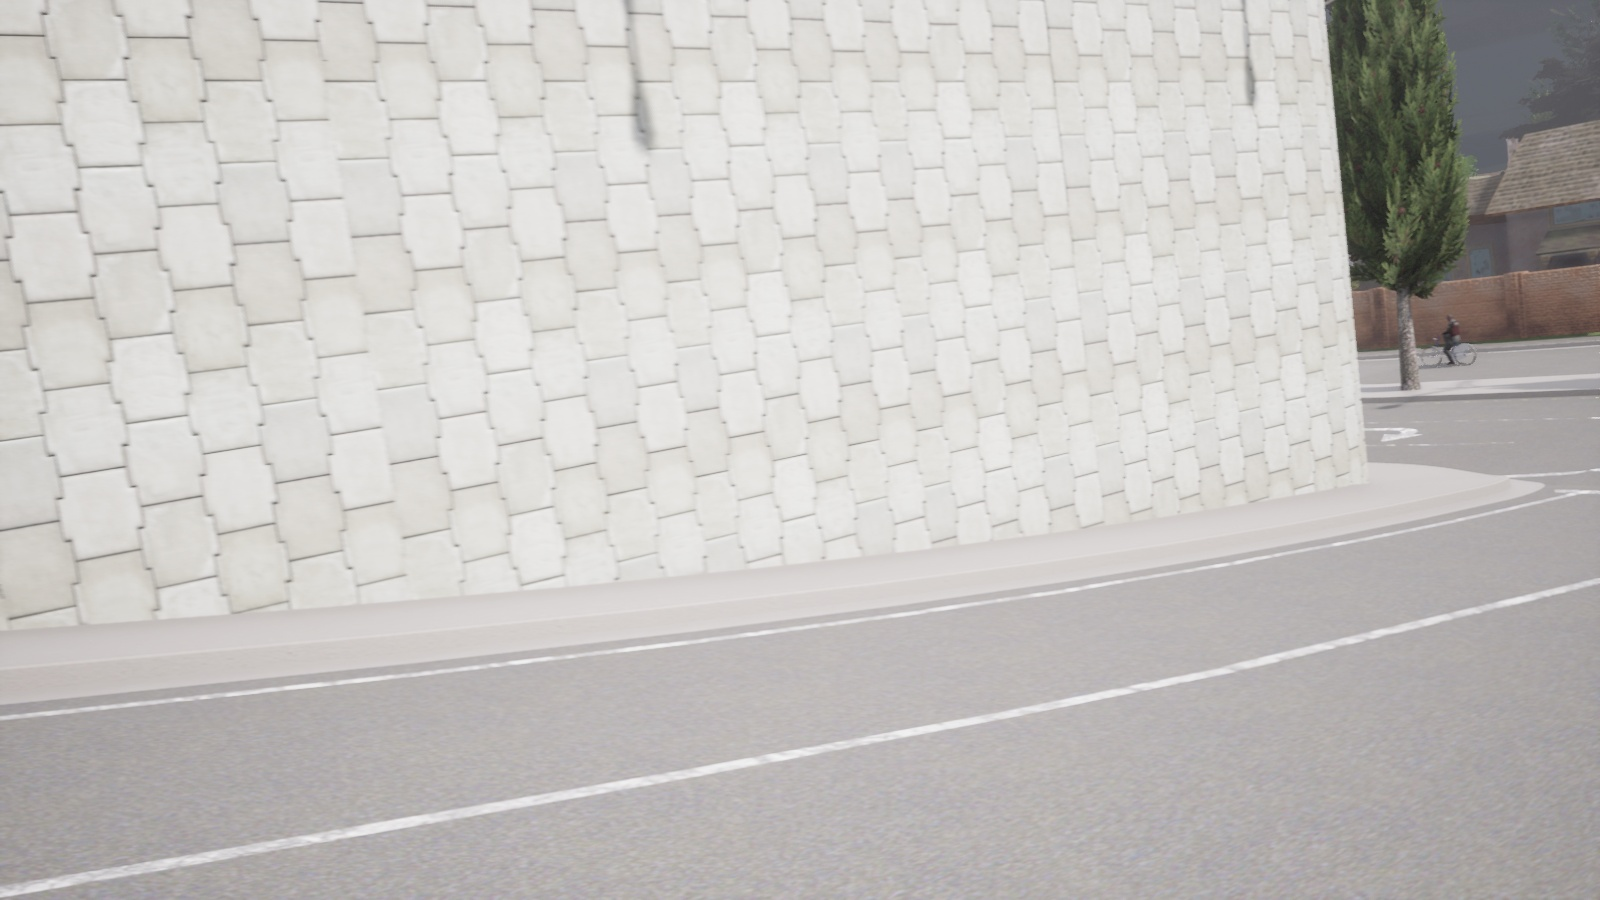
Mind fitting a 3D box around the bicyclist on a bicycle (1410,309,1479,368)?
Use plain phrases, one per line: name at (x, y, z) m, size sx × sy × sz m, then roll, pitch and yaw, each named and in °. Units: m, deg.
bicyclist on a bicycle at (21.620, -3.742, 42.155) m, size 0.659 × 1.776 × 1.843 m, roll -12°, pitch 7°, yaw -35°
